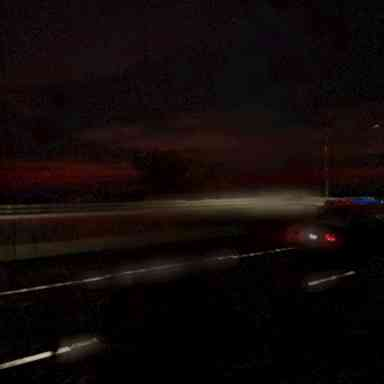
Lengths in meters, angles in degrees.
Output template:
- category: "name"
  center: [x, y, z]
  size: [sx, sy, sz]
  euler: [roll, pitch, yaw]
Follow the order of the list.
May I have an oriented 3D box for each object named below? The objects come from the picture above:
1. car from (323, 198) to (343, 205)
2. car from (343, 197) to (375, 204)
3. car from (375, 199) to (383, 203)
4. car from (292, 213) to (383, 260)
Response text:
- category: "car"
  center: [18.829, 1.433, 43.133]
  size: [4.181, 1.385, 1.994]
  euler: [0, 0, -35]
- category: "car"
  center: [20.792, 1.348, 40.236]
  size: [5.008, 1.535, 1.882]
  euler: [0, 0, -35]
- category: "car"
  center: [23.070, 1.375, 37.563]
  size: [4.892, 1.490, 1.837]
  euler: [0, 0, -35]
- category: "car"
  center: [6.014, 1.512, 12.332]
  size: [5.357, 1.411, 2.033]
  euler: [0, 0, -35]
